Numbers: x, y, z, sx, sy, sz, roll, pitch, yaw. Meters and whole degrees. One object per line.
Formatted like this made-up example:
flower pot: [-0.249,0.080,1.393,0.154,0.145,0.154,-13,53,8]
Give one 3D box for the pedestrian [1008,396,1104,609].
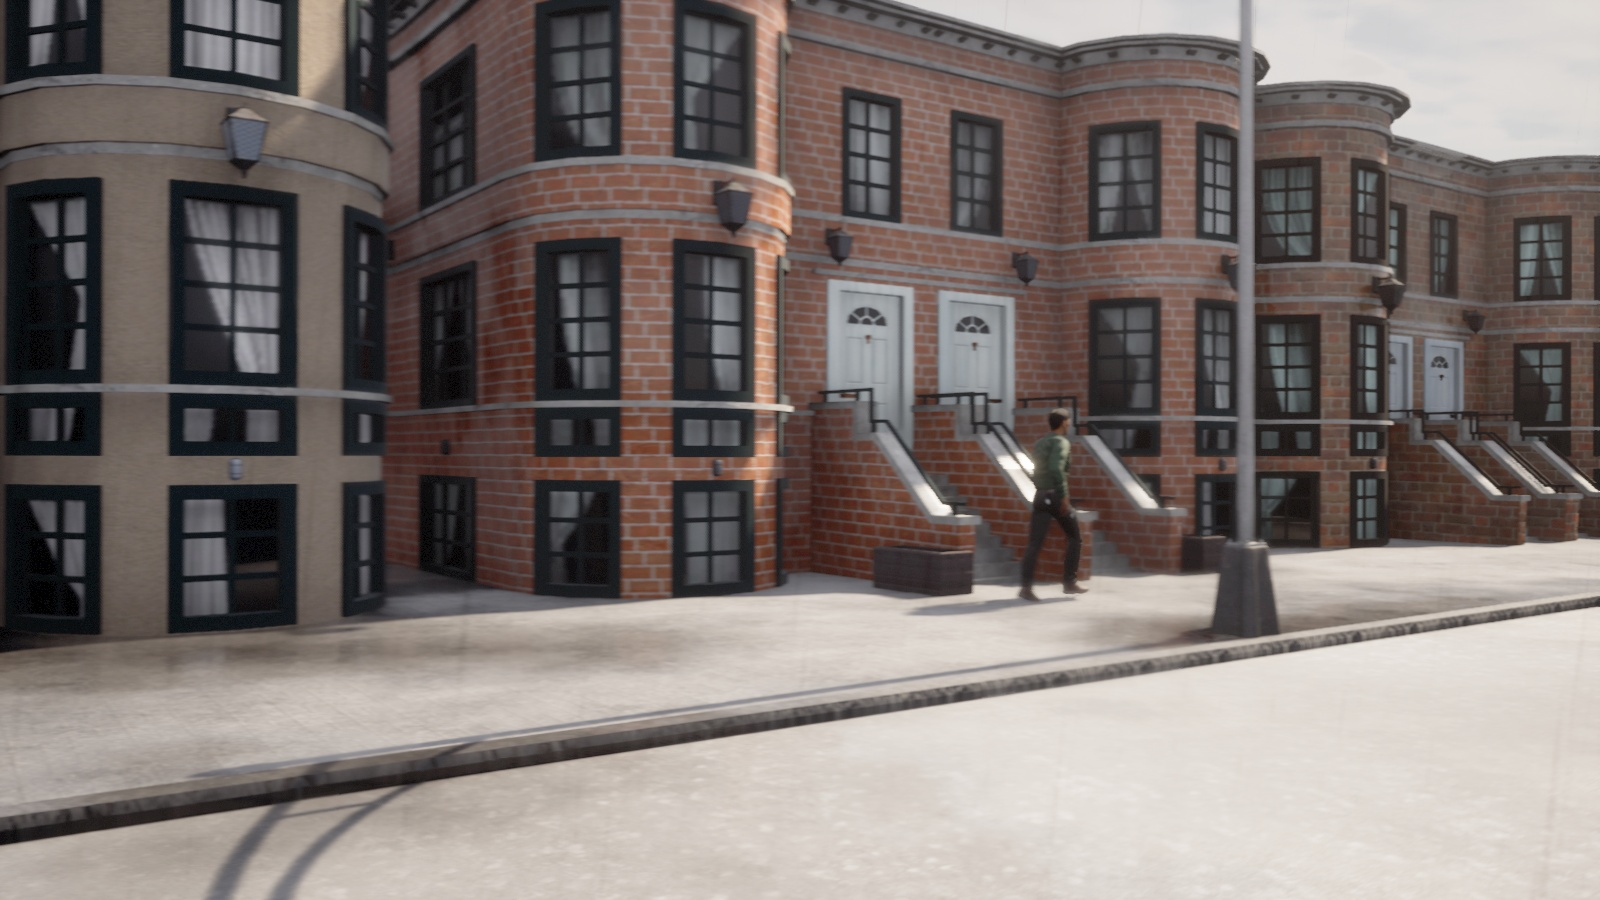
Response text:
pedestrian: [2.414,0.478,11.849,0.788,1.949,0.423,0,0,-28]
